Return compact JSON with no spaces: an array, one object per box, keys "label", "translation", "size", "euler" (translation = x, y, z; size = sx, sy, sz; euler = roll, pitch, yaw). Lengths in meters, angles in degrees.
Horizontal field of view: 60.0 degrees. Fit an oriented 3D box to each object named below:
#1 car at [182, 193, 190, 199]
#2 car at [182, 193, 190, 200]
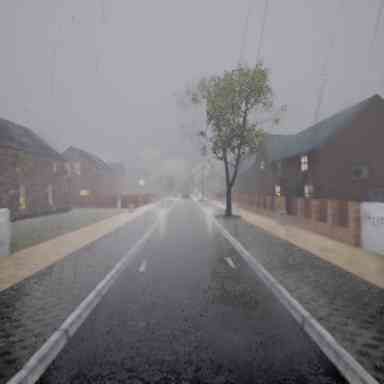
[{"label":"car","translation":[-1.569,1.072,88.843],"size":[2.033,1.411,5.357],"euler":[-1,0,-1]},{"label":"car","translation":[-1.385,1.021,78.531],"size":[1.882,1.535,5.008],"euler":[-1,0,-1]}]
